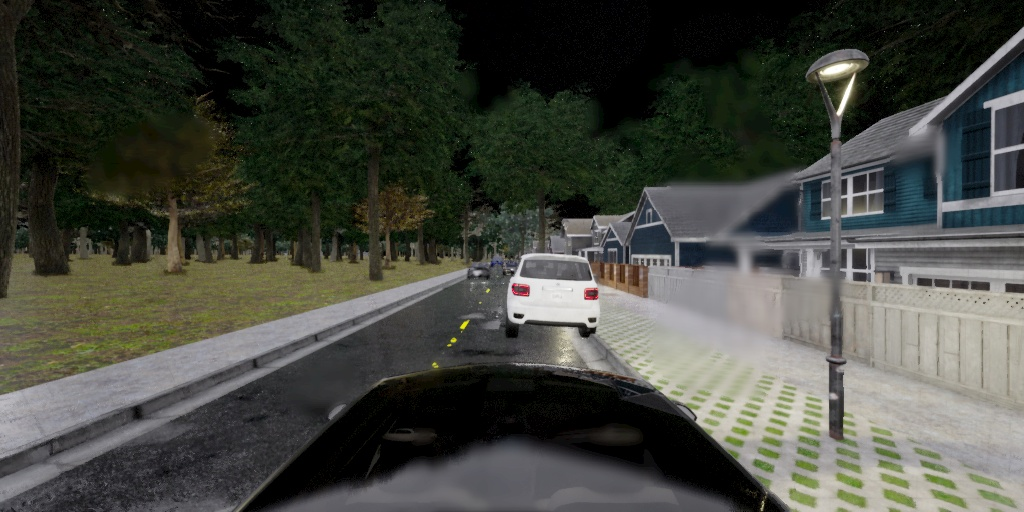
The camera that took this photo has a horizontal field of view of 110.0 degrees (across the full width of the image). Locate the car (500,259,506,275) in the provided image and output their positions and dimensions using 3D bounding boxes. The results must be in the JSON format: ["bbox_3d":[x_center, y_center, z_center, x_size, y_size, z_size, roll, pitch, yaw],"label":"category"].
[{"bbox_3d":[0.014,1.340,38.462,1.994,1.385,4.181,0,0,1],"label":"car"}]

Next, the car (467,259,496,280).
[{"bbox_3d":[-2.863,1.263,31.747,2.128,1.511,4.902,0,0,0],"label":"car"}]

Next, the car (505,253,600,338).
[{"bbox_3d":[0.962,1.011,10.362,2.150,2.045,5.566,3,-1,0],"label":"car"}]

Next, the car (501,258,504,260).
[{"bbox_3d":[-0.118,1.341,48.209,1.994,1.385,4.181,0,0,2],"label":"car"}]
